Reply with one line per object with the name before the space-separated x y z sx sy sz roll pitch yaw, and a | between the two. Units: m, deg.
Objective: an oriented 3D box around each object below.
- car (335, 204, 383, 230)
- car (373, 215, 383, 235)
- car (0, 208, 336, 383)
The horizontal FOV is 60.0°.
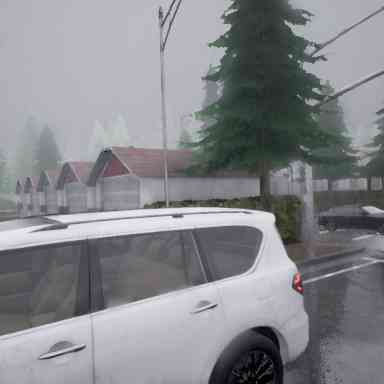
car | 8.919 1.370 17.452 1.812 1.442 4.674 -2 -1 -34
car | 6.760 1.331 8.565 4.181 1.385 1.994 0 -1 -37
car | -1.320 1.238 3.045 5.566 2.045 2.150 -1 0 -34
